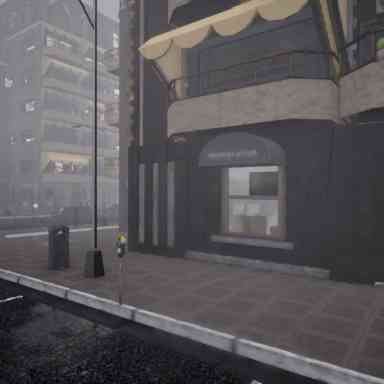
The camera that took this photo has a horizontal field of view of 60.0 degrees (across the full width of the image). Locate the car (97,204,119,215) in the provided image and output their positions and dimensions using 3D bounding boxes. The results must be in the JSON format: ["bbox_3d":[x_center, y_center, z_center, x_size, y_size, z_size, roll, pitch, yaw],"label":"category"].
[{"bbox_3d":[-9.459,2.064,39.919,1.802,1.307,4.206,-1,-1,35],"label":"car"}]

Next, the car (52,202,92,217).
[{"bbox_3d":[-12.743,1.821,35.295,1.967,1.590,4.097,-1,-1,35],"label":"car"}]
